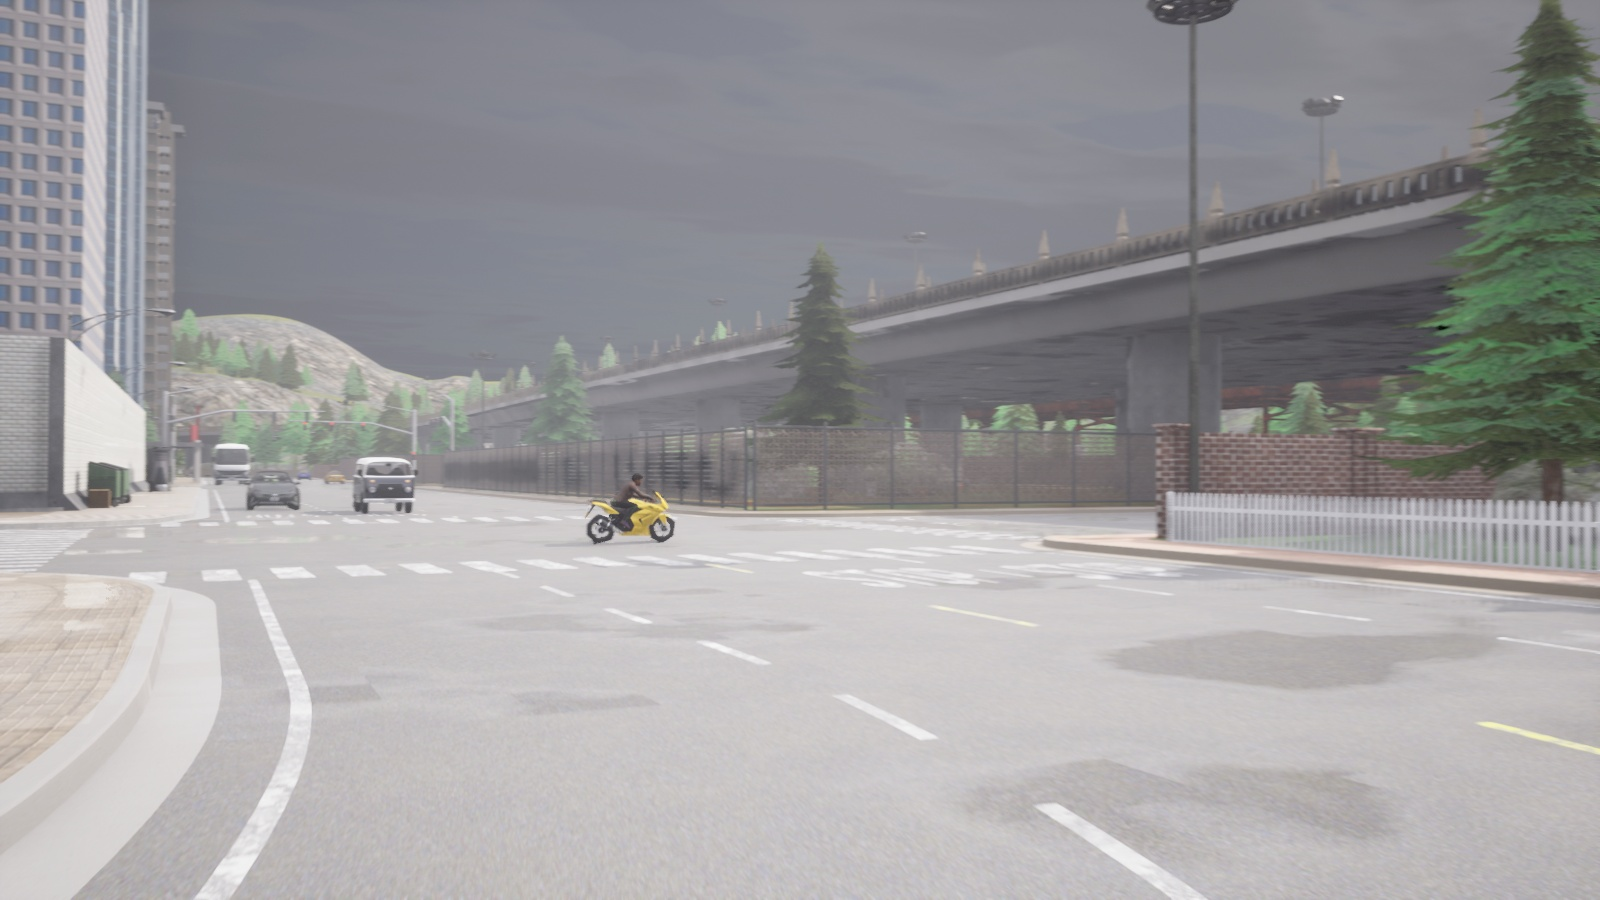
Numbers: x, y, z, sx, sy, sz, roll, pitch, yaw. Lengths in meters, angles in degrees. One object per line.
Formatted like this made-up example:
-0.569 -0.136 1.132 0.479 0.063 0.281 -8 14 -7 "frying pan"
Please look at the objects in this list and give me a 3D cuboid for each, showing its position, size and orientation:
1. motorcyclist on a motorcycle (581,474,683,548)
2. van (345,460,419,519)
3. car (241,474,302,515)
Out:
-3.640 1.298 27.229 2.044 1.523 0.797 0 -1 -25 "motorcyclist on a motorcycle"
-15.377 1.401 46.072 2.069 2.038 4.480 0 -1 -25 "van"
-20.870 1.714 49.476 2.007 1.525 4.514 0 -1 -25 "car"
